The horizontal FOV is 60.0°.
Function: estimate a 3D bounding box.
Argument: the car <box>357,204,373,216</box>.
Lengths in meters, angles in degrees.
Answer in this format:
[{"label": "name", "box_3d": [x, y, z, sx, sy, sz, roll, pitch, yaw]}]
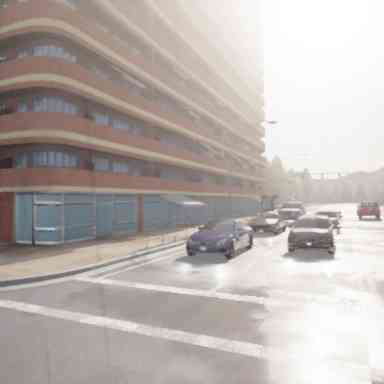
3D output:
[{"label": "car", "box_3d": [24.894, 2.543, 47.991, 1.882, 1.535, 5.008, -1, -2, 25]}]

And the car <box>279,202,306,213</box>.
[{"label": "car", "box_3d": [9.936, 1.999, 32.774, 2.150, 2.045, 5.566, -1, -2, 25]}]

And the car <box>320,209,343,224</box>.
[{"label": "car", "box_3d": [13.888, 2.356, 32.929, 1.895, 1.301, 4.718, -1, -2, 25]}]

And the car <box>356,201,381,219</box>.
[{"label": "car", "box_3d": [20.721, 2.085, 38.972, 2.150, 2.045, 5.566, -1, -2, 26]}]

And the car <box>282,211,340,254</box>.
[{"label": "car", "box_3d": [5.658, 1.868, 15.409, 1.837, 1.490, 4.892, -1, -2, 25]}]

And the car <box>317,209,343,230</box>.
[{"label": "car", "box_3d": [9.664, 2.059, 23.954, 1.837, 1.490, 4.892, -1, -2, 25]}]

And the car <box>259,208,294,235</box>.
[{"label": "car", "box_3d": [5.471, 2.112, 23.257, 2.033, 1.411, 5.357, -1, -2, 25]}]

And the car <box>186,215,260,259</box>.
[{"label": "car", "box_3d": [1.404, 1.896, 14.582, 1.812, 1.442, 4.674, -1, -2, 25]}]
